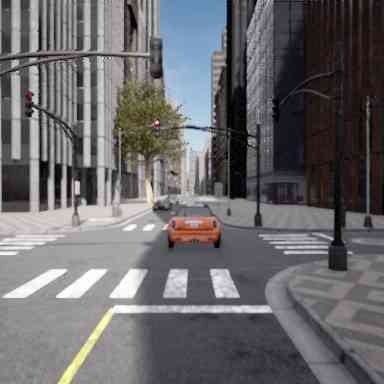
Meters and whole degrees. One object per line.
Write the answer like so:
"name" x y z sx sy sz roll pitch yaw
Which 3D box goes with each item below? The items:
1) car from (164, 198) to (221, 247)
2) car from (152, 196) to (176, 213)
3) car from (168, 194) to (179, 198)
"car" 0.088 1.302 14.883 2.097 1.767 4.553 0 0 0
"car" -3.100 1.449 35.634 1.994 1.385 4.181 0 0 0
"car" -3.082 1.185 51.524 2.097 1.767 4.553 0 0 0
